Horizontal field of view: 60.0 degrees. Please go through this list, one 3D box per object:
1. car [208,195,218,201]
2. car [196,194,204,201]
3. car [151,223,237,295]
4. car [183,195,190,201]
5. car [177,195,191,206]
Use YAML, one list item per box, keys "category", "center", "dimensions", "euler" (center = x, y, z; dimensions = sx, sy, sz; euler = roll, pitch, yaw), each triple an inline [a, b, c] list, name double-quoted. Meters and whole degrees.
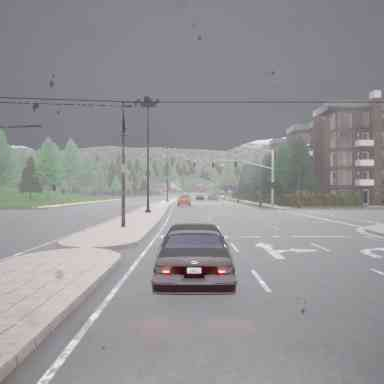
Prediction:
- category: "car"
  center: [5.571, 1.539, 85.475]
  dimensions: [2.033, 1.411, 5.357]
  euler: [0, 0, 0]
- category: "car"
  center: [2.071, 1.477, 85.471]
  dimensions: [1.882, 1.535, 5.008]
  euler: [0, 0, 0]
- category: "car"
  center: [0.052, 1.547, 8.865]
  dimensions: [2.033, 1.411, 5.357]
  euler: [0, 0, 0]
- category: "car"
  center: [-1.429, 1.523, 85.436]
  dimensions: [1.812, 1.442, 4.674]
  euler: [0, 0, 0]
- category: "car"
  center: [-1.298, 1.352, 54.611]
  dimensions: [2.097, 1.767, 4.553]
  euler: [0, 0, -1]
